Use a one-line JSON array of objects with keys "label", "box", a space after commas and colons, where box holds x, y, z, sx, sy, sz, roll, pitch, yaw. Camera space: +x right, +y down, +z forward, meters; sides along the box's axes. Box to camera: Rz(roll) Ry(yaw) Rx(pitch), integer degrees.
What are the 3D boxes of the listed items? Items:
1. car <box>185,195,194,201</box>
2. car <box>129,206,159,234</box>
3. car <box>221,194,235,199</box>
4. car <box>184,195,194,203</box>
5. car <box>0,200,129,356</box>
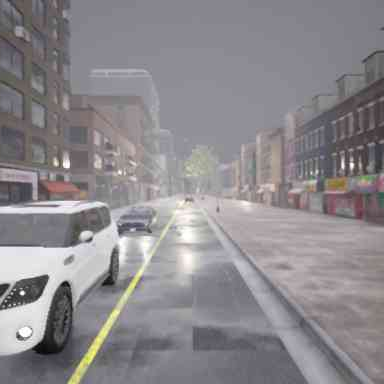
[{"label": "car", "box": [-0.621, 1.359, 76.362, 1.895, 1.301, 4.718, 0, 0, 0]}, {"label": "car", "box": [-2.987, 1.529, 19.360, 2.033, 1.411, 5.357, 0, 0, 0]}, {"label": "car", "box": [10.155, 1.322, 94.595, 4.097, 1.590, 1.967, 0, 0, -1]}, {"label": "car", "box": [-0.536, 1.374, 66.047, 1.882, 1.535, 5.008, 0, 0, 0]}, {"label": "car", "box": [-2.894, 1.225, 6.463, 2.150, 2.045, 5.566, 0, 0, 0]}]
